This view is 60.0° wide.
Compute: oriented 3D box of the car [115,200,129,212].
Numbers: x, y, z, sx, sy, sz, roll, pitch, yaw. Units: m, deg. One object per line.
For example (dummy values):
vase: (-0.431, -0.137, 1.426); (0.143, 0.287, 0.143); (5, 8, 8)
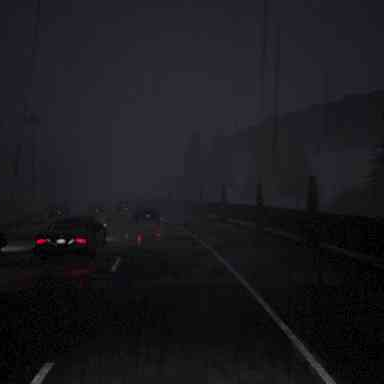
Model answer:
car: (-8.549, 1.736, 42.122); (1.837, 1.490, 4.892); (0, 0, -17)

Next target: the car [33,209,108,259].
car: (-4.488, 1.622, 12.967); (2.033, 1.411, 5.357); (0, 0, -8)

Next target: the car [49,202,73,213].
car: (-12.732, 1.678, 32.342); (2.128, 1.511, 4.902); (0, 0, -17)

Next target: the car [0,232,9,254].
car: (-7.642, 1.612, 10.185); (2.033, 1.411, 5.357); (0, 0, -6)

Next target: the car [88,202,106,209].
car: (-11.389, 1.823, 39.608); (1.895, 1.301, 4.718); (0, 0, -18)

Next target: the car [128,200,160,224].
car: (-3.787, 1.622, 26.722); (1.882, 1.535, 5.008); (0, -1, -14)
